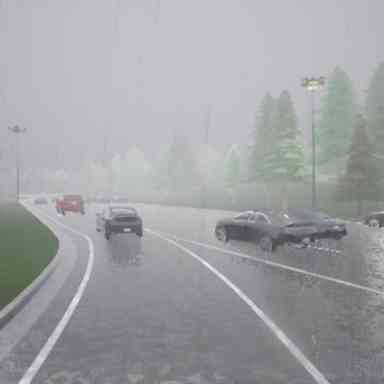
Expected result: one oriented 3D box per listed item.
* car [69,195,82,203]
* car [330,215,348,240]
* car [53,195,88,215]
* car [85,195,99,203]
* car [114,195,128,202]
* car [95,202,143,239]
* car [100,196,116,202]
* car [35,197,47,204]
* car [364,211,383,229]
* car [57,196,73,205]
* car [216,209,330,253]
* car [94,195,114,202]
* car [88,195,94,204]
[{"bbox_3d":[-25.380,1.531,72.192,1.837,1.490,4.892,0,0,-29],"label":"car"},{"bbox_3d":[5.366,1.528,16.317,1.994,1.385,4.181,0,0,-29],"label":"car"},{"bbox_3d":[-12.776,1.283,34.837,2.150,2.045,5.566,0,0,-29],"label":"car"},{"bbox_3d":[-22.311,1.490,73.874,1.882,1.535,5.008,0,0,-29],"label":"car"},{"bbox_3d":[-14.420,1.412,66.761,2.097,1.767,4.553,0,0,-29],"label":"car"},{"bbox_3d":[-3.990,1.523,17.828,1.837,1.490,4.892,0,0,-23],"label":"car"},{"bbox_3d":[-19.041,1.533,75.191,2.033,1.411,5.357,0,0,-29],"label":"car"},{"bbox_3d":[-29.898,1.702,65.874,1.994,1.385,4.181,0,0,-29],"label":"car"},{"bbox_3d":[12.126,1.430,18.547,1.837,1.490,4.892,0,0,-29],"label":"car"},{"bbox_3d":[-23.625,1.608,61.710,2.128,1.511,4.902,0,0,-29],"label":"car"},{"bbox_3d":[2.812,1.471,13.696,2.128,1.511,4.902,0,0,-29],"label":"car"},{"bbox_3d":[-17.489,1.431,65.078,2.097,1.767,4.553,0,0,-29],"label":"car"},{"bbox_3d":[-20.539,1.698,63.363,1.895,1.301,4.718,0,0,-29],"label":"car"}]
